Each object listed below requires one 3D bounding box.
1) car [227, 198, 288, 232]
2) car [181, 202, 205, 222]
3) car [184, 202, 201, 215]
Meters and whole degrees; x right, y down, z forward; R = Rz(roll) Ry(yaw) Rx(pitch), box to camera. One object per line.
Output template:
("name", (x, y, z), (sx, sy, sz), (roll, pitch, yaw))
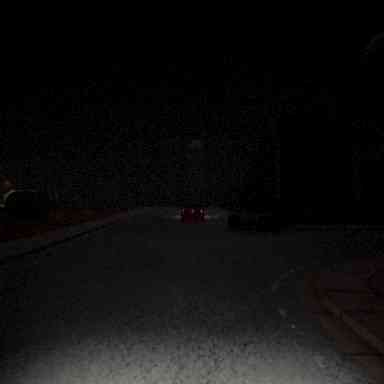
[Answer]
("car", (4.145, 1.405, 21.159), (1.905, 1.878, 3.866), (-7, 2, -42))
("car", (0.058, 1.732, 30.927), (2.097, 1.767, 4.553), (0, -1, 0))
("car", (0.055, 2.064, 41.928), (2.033, 1.411, 5.357), (0, -1, 0))
